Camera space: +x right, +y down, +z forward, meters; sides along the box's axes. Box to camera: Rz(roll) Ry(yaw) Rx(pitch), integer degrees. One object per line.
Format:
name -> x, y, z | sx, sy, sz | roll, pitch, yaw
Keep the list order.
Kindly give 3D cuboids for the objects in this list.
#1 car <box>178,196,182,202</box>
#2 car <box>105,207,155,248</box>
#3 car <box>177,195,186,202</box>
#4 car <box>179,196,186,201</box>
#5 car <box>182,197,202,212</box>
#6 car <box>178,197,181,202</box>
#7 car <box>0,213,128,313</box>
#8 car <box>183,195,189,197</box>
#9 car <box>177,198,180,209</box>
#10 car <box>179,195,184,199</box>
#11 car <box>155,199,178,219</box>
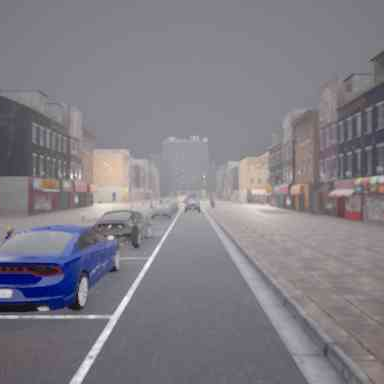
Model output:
car -> -2.646, 1.662, 46.401 | 1.752, 1.417, 4.829 | 0, 0, 0
car -> -3.008, 1.532, 14.880 | 1.837, 1.490, 4.892 | 0, 0, 1
car -> -2.656, 1.651, 83.973 | 2.192, 1.841, 5.009 | 0, 0, 0
car -> -2.661, 1.956, 94.860 | 2.008, 1.369, 4.403 | 0, 0, 0
car -> 0.081, 1.633, 39.447 | 1.812, 1.442, 4.674 | 0, 0, 0
car -> -2.644, 1.658, 41.078 | 1.887, 1.381, 4.507 | 0, 0, 0
car -> -3.017, 1.489, 7.836 | 1.882, 1.535, 5.008 | 0, 0, 0
car -> -0.005, 1.631, 50.127 | 1.882, 1.535, 5.008 | 0, 0, 0
car -> -2.642, 1.636, 35.583 | 1.887, 1.381, 4.507 | 0, 0, 0
car -> -2.656, 1.828, 78.359 | 1.752, 1.417, 4.829 | 0, 0, 0
car -> -2.641, 1.623, 30.089 | 2.008, 1.369, 4.403 | 0, 0, 0
